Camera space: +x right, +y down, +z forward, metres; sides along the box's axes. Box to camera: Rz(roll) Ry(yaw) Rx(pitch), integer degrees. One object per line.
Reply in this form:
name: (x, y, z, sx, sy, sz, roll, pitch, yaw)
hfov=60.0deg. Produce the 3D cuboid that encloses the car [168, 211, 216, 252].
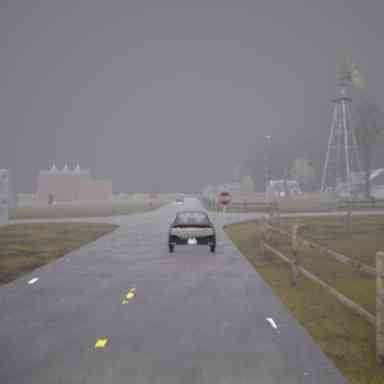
car: (-0.006, 1.561, 14.280, 2.128, 1.511, 4.902, 0, 0, 0)

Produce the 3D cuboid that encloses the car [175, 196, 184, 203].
car: (-2.753, 1.619, 73.804, 2.033, 1.411, 5.357, 0, 0, 0)
